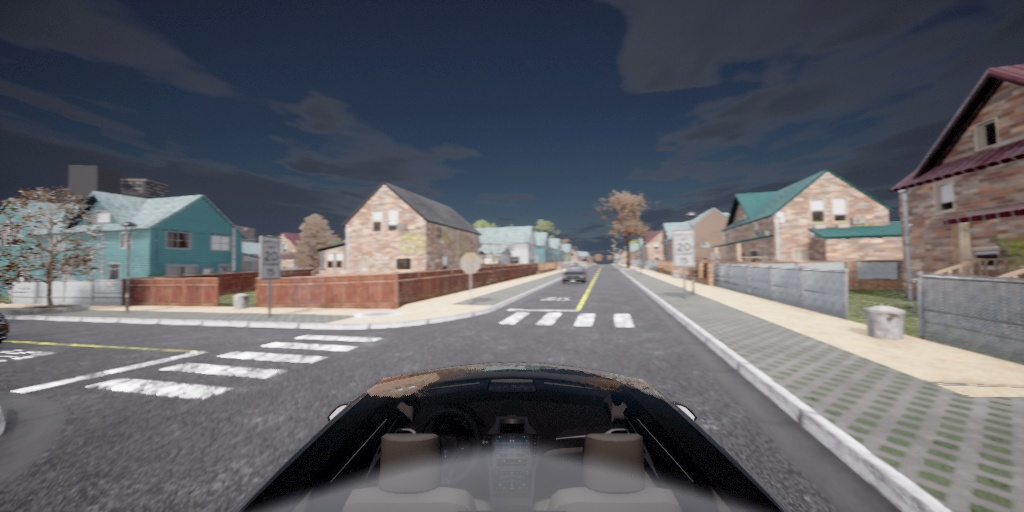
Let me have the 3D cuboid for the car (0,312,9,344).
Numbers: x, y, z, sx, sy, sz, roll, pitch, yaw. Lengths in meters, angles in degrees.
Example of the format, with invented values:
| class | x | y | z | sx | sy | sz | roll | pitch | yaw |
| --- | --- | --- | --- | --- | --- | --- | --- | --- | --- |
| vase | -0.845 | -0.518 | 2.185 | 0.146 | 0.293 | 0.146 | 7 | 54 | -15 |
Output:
| class | x | y | z | sx | sy | sz | roll | pitch | yaw |
| --- | --- | --- | --- | --- | --- | --- | --- | --- | --- |
| car | -14.725 | 1.562 | 8.587 | 4.902 | 1.511 | 2.128 | -1 | -2 | 13 |

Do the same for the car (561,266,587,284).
| class | x | y | z | sx | sy | sz | roll | pitch | yaw |
| --- | --- | --- | --- | --- | --- | --- | --- | --- | --- |
| car | 5.318 | 1.537 | 30.023 | 2.033 | 1.411 | 5.357 | -1 | -1 | 15 |
